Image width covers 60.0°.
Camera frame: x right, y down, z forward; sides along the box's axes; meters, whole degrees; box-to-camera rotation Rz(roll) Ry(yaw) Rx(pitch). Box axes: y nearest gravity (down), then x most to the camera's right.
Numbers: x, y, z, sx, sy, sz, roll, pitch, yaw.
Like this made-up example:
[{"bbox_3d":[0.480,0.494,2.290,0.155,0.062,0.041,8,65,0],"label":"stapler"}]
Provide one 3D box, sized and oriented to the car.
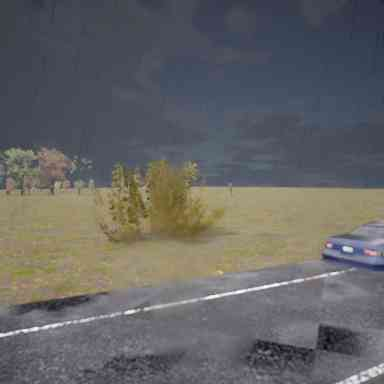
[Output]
[{"bbox_3d":[6.305,1.550,9.914,5.357,1.411,2.033,0,0,-28],"label":"car"}]
